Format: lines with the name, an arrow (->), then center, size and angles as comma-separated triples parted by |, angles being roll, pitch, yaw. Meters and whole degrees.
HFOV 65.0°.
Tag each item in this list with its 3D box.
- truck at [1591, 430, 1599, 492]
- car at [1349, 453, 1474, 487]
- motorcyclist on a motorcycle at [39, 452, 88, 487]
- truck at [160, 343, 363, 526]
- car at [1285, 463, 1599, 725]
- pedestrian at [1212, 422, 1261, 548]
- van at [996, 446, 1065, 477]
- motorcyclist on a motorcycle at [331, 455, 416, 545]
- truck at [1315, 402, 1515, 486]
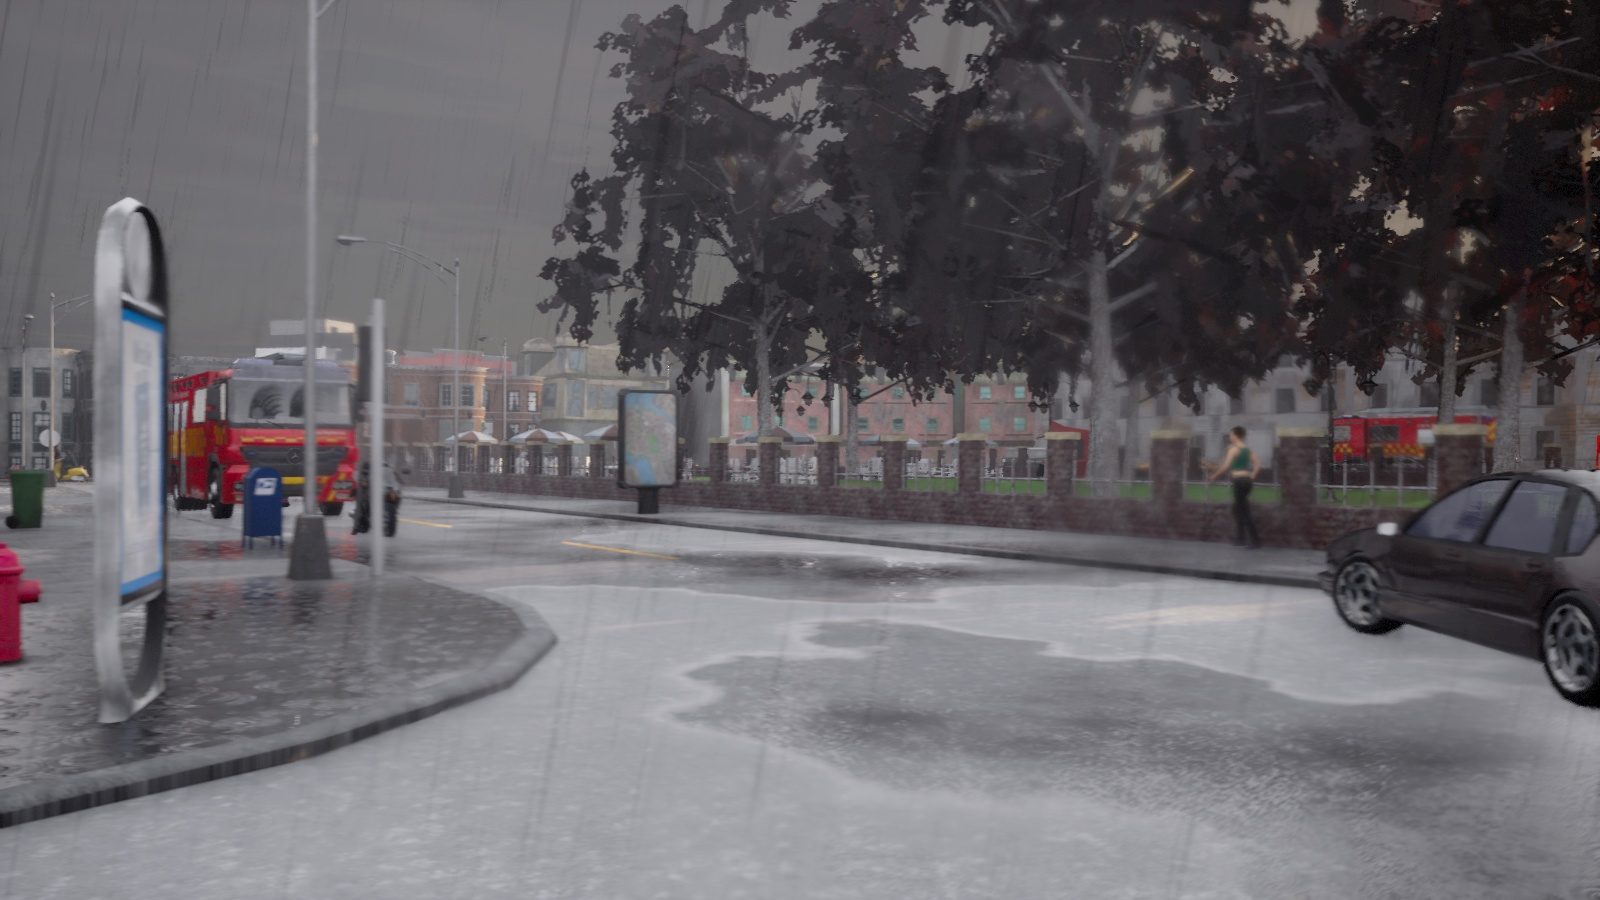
truck -> 34.163, 0.392, 48.712 | 2.627, 2.467, 5.204 | 0, -1, -35
car -> 27.960, 0.906, 57.555 | 1.837, 1.490, 4.892 | 0, 0, -35
motorcyclist on a motorcycle -> -34.704, 0.922, 59.205 | 1.817, 1.590, 0.866 | 0, 2, -14
truck -> -13.355, -0.309, 30.663 | 2.891, 3.827, 8.468 | 0, 0, -35
car -> 5.447, 0.815, 8.846 | 2.033, 1.411, 5.357 | 0, 0, 1
pedestrian -> 6.463, 0.507, 18.613 | 0.345, 1.836, 0.594 | 0, 0, -35
van -> 15.149, 0.745, 82.638 | 1.775, 1.987, 4.442 | 0, -1, -38
motorcyclist on a motorcycle -> -7.669, 0.859, 22.522 | 0.866, 1.530, 2.191 | 0, 0, -35
truck -> 29.966, -0.252, 61.664 | 2.891, 3.827, 8.468 | 0, 0, -35
